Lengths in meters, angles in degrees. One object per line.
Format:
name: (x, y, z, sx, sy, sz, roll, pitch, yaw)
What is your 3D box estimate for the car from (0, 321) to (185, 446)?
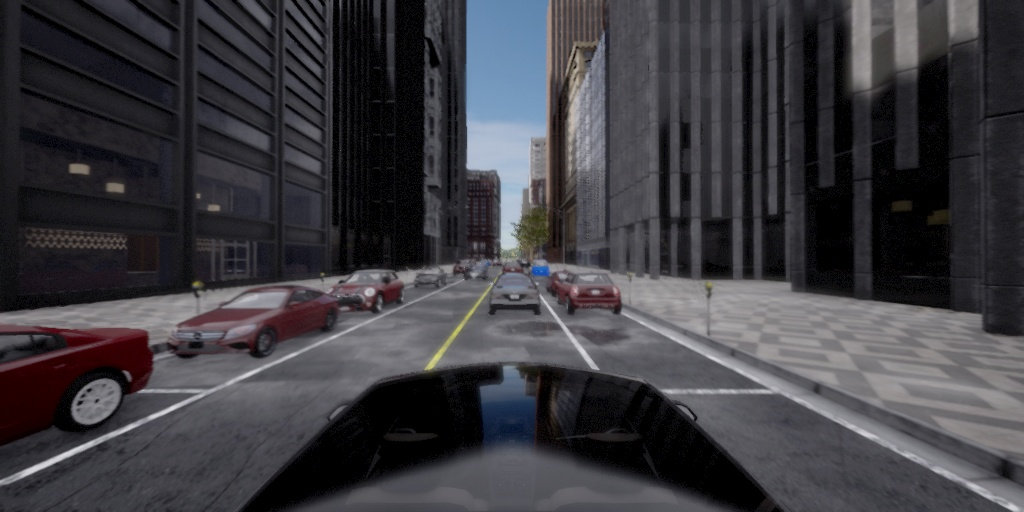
car: (-5.667, 1.304, 2.889, 1.888, 1.381, 4.507, 0, 0, 0)

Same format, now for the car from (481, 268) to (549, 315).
car: (0.099, 1.385, 14.085, 2.033, 1.411, 5.357, 0, 0, 0)

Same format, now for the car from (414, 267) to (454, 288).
car: (-5.663, 1.466, 25.446, 2.007, 1.370, 4.403, 0, 0, 0)

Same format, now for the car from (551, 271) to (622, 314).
car: (2.861, 1.277, 14.141, 1.967, 1.591, 4.097, 0, 0, 0)

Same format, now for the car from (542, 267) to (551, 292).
car: (2.862, 1.459, 19.783, 1.802, 1.307, 4.207, 0, 0, 0)

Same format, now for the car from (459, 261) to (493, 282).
car: (-3.092, 1.448, 31.956, 2.128, 1.511, 4.902, 0, 0, 0)

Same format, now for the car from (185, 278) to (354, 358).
car: (-5.666, 1.380, 8.528, 1.802, 1.307, 4.207, 0, 0, 0)

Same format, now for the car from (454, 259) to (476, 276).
car: (-5.660, 1.331, 42.366, 2.192, 1.841, 5.009, 0, 0, 0)

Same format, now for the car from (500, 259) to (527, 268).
car: (0.106, 1.334, 36.219, 2.097, 1.767, 4.553, 0, 0, 0)

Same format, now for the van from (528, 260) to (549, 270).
van: (2.865, 1.325, 36.702, 1.690, 1.789, 3.998, 0, 0, 0)

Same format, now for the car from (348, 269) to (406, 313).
car: (-5.665, 1.278, 14.168, 1.967, 1.591, 4.097, 0, 0, 0)
